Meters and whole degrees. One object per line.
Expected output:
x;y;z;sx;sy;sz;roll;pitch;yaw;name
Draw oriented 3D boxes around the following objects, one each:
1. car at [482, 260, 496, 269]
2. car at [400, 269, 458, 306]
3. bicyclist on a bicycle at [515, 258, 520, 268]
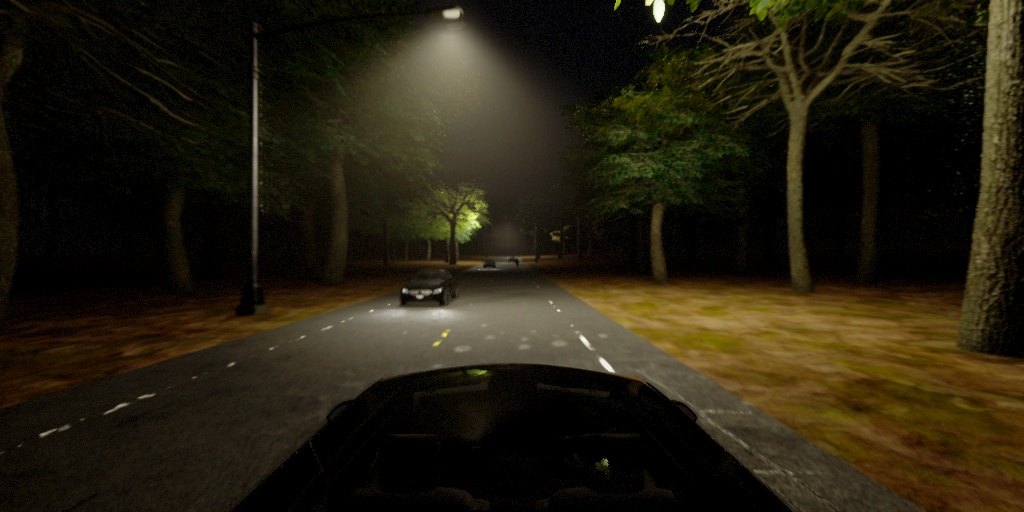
-3.569;1.300;57.681;1.812;1.442;4.674;0;0;0;car
-3.604;1.346;16.351;1.812;1.442;4.674;0;0;0;car
0.938;1.200;59.929;0.866;1.612;1.509;0;0;0;bicyclist on a bicycle
